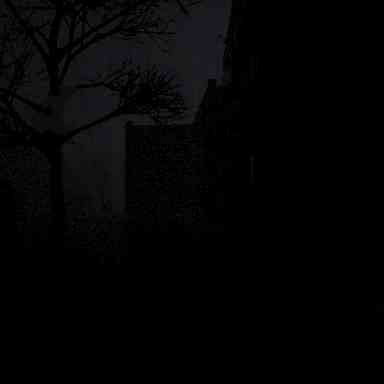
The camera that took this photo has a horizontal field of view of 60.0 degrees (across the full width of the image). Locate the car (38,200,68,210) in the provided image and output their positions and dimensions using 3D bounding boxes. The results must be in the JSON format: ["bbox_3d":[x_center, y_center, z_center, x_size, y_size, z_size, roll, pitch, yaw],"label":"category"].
[{"bbox_3d":[-18.717,1.715,44.932,1.994,1.385,4.181,1,0,13],"label":"car"}]

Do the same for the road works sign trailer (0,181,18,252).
[{"bbox_3d":[-7.742,0.943,10.855,3.560,2.380,2.880,-4,2,-9],"label":"road works sign trailer"}]
